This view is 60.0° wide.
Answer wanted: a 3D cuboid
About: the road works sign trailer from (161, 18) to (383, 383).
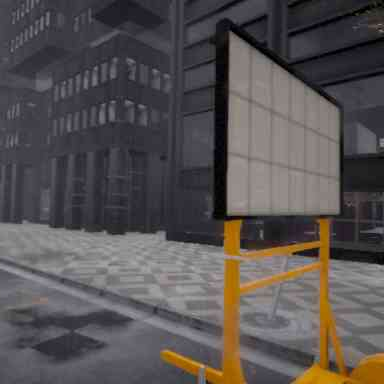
[{"bbox_3d":[0.761,0.640,3.146,2.880,3.560,2.380,-1,-4,41],"label":"road works sign trailer"}]
